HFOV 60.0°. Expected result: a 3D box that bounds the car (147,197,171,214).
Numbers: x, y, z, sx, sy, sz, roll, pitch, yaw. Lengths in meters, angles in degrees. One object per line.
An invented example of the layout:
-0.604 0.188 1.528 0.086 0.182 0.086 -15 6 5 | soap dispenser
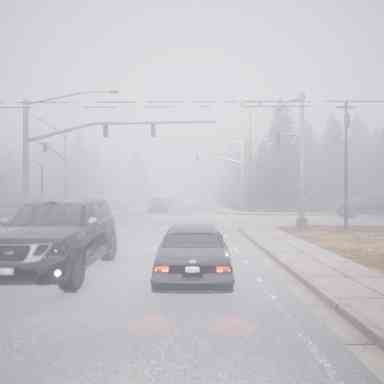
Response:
-3.614 1.355 35.857 2.097 1.767 4.553 0 0 -2 | car

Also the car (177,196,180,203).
-3.525 1.506 68.430 1.837 1.490 4.892 0 0 1 | car

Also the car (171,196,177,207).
-3.706 1.526 50.704 1.812 1.442 4.674 0 0 -1 | car

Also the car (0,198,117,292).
-3.614 1.198 9.224 2.150 2.045 5.566 0 0 0 | car

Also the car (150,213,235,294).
0.029 1.545 8.963 2.033 1.411 5.357 0 0 0 | car

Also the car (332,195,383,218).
15.531 1.248 29.618 5.566 2.045 2.150 0 0 1 | car
